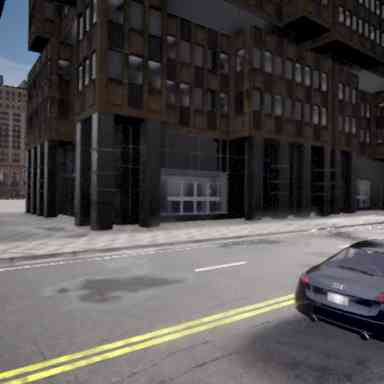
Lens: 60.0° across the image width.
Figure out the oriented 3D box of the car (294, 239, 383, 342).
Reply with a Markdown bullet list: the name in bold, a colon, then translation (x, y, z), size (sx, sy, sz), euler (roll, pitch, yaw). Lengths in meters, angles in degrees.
- **car**: translation (3.852, 1.598, 6.212), size (4.181, 1.385, 1.994), euler (0, 0, -35)
